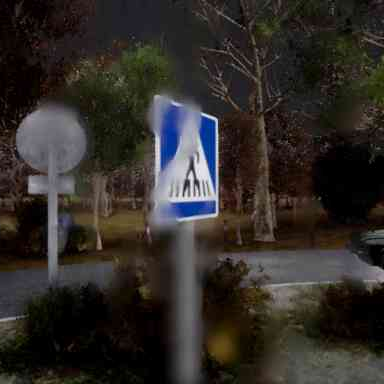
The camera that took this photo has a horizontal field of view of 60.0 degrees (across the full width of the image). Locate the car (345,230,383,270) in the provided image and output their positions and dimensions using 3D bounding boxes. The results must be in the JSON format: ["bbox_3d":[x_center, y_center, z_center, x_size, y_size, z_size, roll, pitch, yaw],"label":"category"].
[{"bbox_3d":[6.409,1.230,8.169,4.718,1.301,1.895,-3,-1,14],"label":"car"}]
